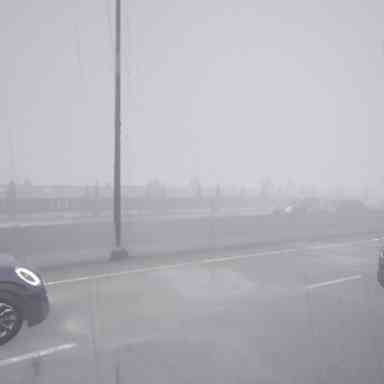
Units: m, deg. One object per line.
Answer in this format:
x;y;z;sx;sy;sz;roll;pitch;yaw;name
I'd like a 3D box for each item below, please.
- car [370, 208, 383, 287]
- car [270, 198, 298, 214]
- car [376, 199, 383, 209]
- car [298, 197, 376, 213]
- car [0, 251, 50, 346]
6.371;1.327;7.616;4.553;1.767;2.097;0;0;-32;car
8.061;1.211;25.141;4.553;1.767;2.097;0;1;-30;car
21.941;1.434;37.327;5.357;1.411;2.033;0;0;-31;car
9.589;1.241;21.981;4.553;1.767;2.097;0;1;-30;car
-4.484;1.293;4.619;4.553;1.767;2.097;0;1;-37;car
